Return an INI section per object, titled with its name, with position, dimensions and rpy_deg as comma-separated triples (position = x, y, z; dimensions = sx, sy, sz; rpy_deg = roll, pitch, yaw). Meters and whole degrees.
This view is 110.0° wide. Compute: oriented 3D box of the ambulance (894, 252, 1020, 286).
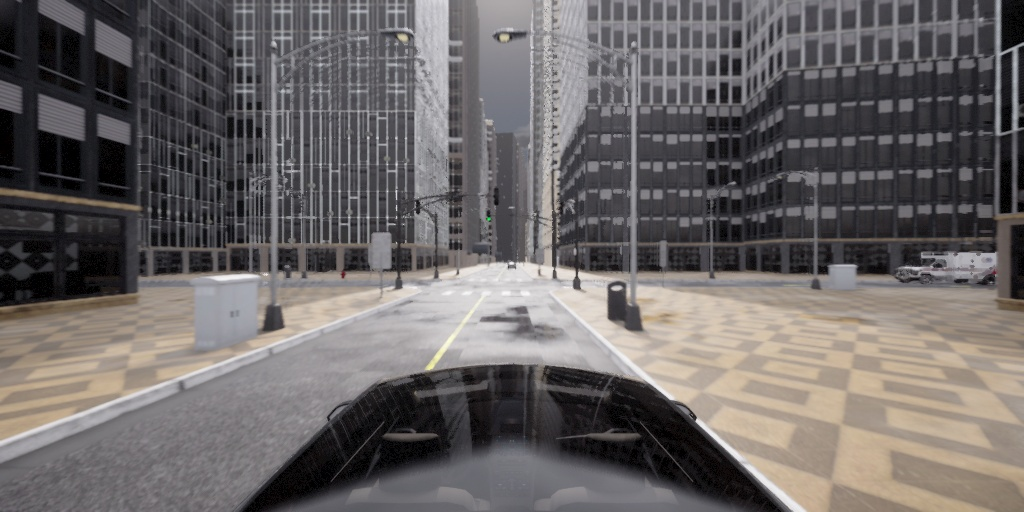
[ambulance]
position = 32.445, 0.906, 26.475
dimensions = 6.366, 2.431, 2.351
rpy_deg = 0, 0, 7
